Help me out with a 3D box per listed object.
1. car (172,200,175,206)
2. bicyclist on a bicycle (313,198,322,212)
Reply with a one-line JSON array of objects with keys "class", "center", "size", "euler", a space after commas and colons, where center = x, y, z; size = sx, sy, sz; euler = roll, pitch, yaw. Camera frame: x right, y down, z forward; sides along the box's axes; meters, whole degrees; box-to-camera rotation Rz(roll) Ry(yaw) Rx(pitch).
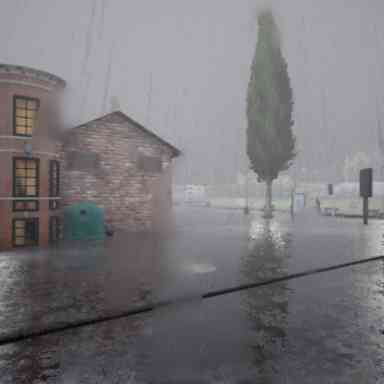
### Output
[{"class": "car", "center": [-4.892, 1.758, 60.648], "size": [1.994, 1.385, 4.181], "euler": [0, 0, -35]}, {"class": "bicyclist on a bicycle", "center": [15.063, 1.568, 39.923], "size": [1.656, 1.620, 0.582], "euler": [0, 0, -36]}]
